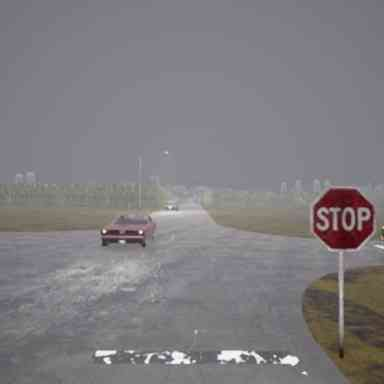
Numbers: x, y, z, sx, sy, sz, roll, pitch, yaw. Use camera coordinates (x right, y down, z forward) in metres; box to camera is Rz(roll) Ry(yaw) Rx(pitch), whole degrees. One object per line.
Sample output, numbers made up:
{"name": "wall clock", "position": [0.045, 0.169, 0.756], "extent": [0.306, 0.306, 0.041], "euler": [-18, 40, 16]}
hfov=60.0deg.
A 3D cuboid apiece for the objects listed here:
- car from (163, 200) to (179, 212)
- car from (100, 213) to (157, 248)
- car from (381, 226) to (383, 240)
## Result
{"name": "car", "position": [-2.750, 1.831, 44.459], "extent": [2.128, 1.511, 4.902], "euler": [0, -1, 0]}
{"name": "car", "position": [-2.740, 1.663, 15.256], "extent": [1.895, 1.301, 4.718], "euler": [1, 0, 0]}
{"name": "car", "position": [11.968, 1.892, 16.307], "extent": [5.008, 1.535, 1.882], "euler": [1, -1, -1]}
